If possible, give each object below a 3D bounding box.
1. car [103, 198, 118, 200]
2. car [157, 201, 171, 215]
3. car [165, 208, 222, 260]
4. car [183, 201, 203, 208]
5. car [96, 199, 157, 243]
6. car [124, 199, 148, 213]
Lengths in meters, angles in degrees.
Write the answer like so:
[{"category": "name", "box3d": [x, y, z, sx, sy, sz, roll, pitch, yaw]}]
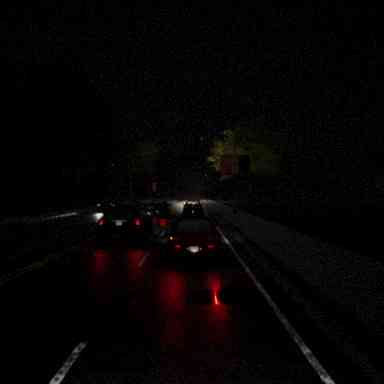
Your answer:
[{"category": "car", "box3d": [-9.844, 1.487, 39.658, 2.097, 1.767, 4.553, 0, 0, 0]}, {"category": "car", "box3d": [-3.158, 1.600, 32.940, 2.128, 1.511, 4.902, 0, 0, 0]}, {"category": "car", "box3d": [0.081, 1.565, 12.437, 1.812, 1.442, 4.674, 0, 0, 0]}, {"category": "car", "box3d": [0.091, 1.600, 32.979, 2.128, 1.511, 4.902, 0, 0, 0]}, {"category": "car", "box3d": [-3.161, 1.405, 16.551, 2.097, 1.767, 4.553, 0, 0, 0]}, {"category": "car", "box3d": [-6.595, 1.627, 39.716, 2.128, 1.511, 4.902, 0, 0, 0]}]
